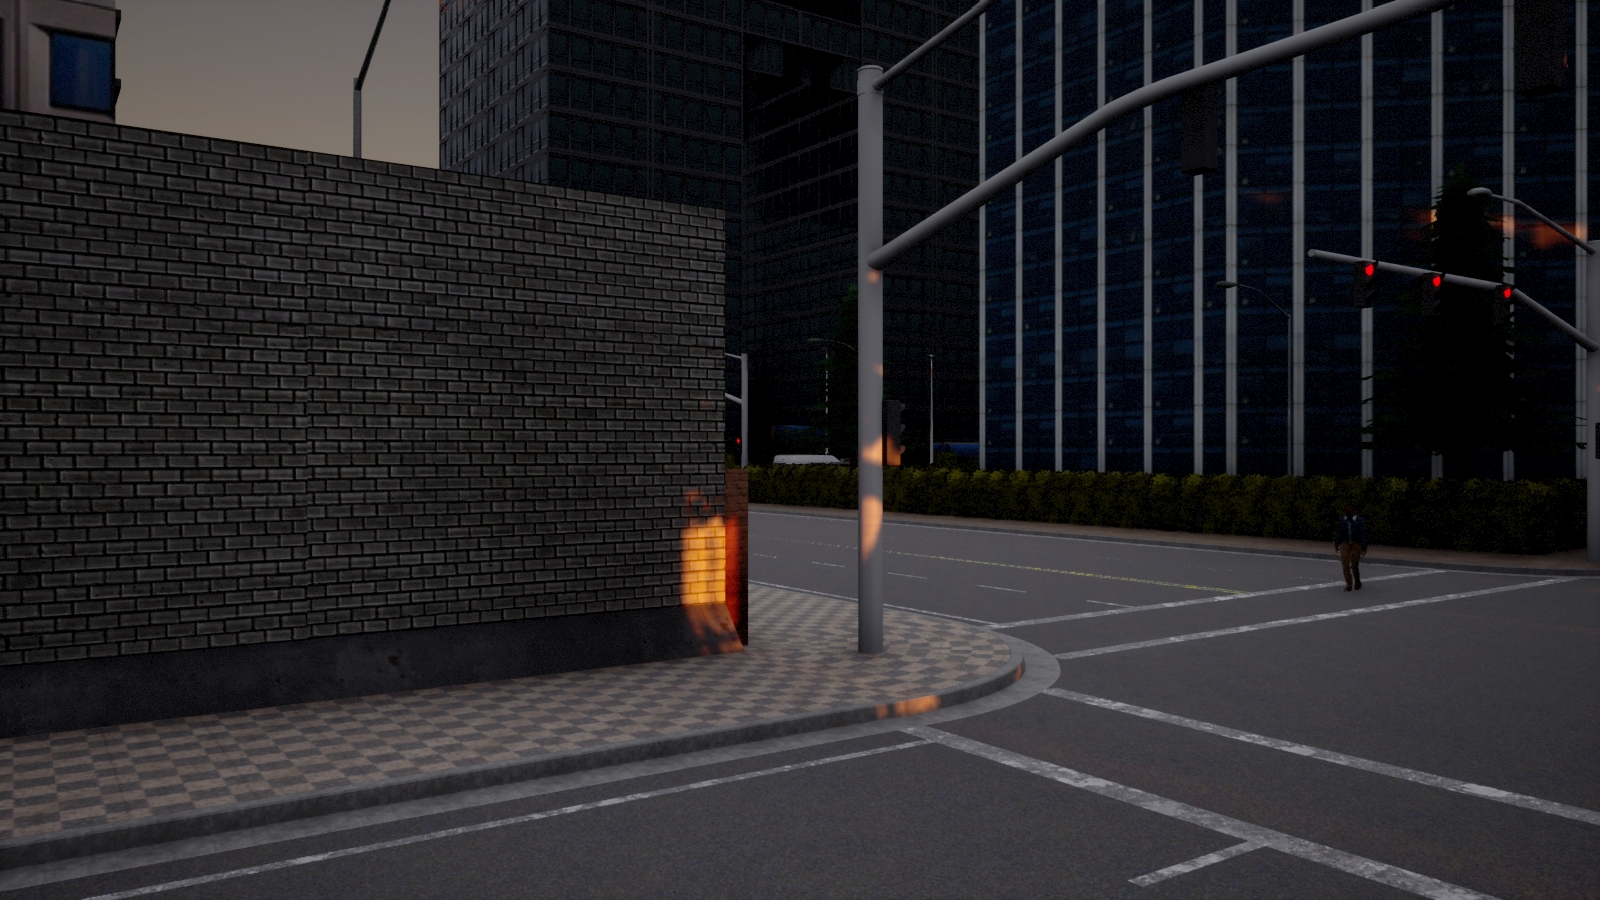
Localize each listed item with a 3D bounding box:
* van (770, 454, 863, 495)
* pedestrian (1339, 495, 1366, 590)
[{"bbox_3d":[1.099,1.534,73.387,5.915,2.561,1.988,0,0,-34],"label":"van"},{"bbox_3d":[11.104,1.848,22.950,0.375,1.860,0.375,0,0,-43],"label":"pedestrian"}]
